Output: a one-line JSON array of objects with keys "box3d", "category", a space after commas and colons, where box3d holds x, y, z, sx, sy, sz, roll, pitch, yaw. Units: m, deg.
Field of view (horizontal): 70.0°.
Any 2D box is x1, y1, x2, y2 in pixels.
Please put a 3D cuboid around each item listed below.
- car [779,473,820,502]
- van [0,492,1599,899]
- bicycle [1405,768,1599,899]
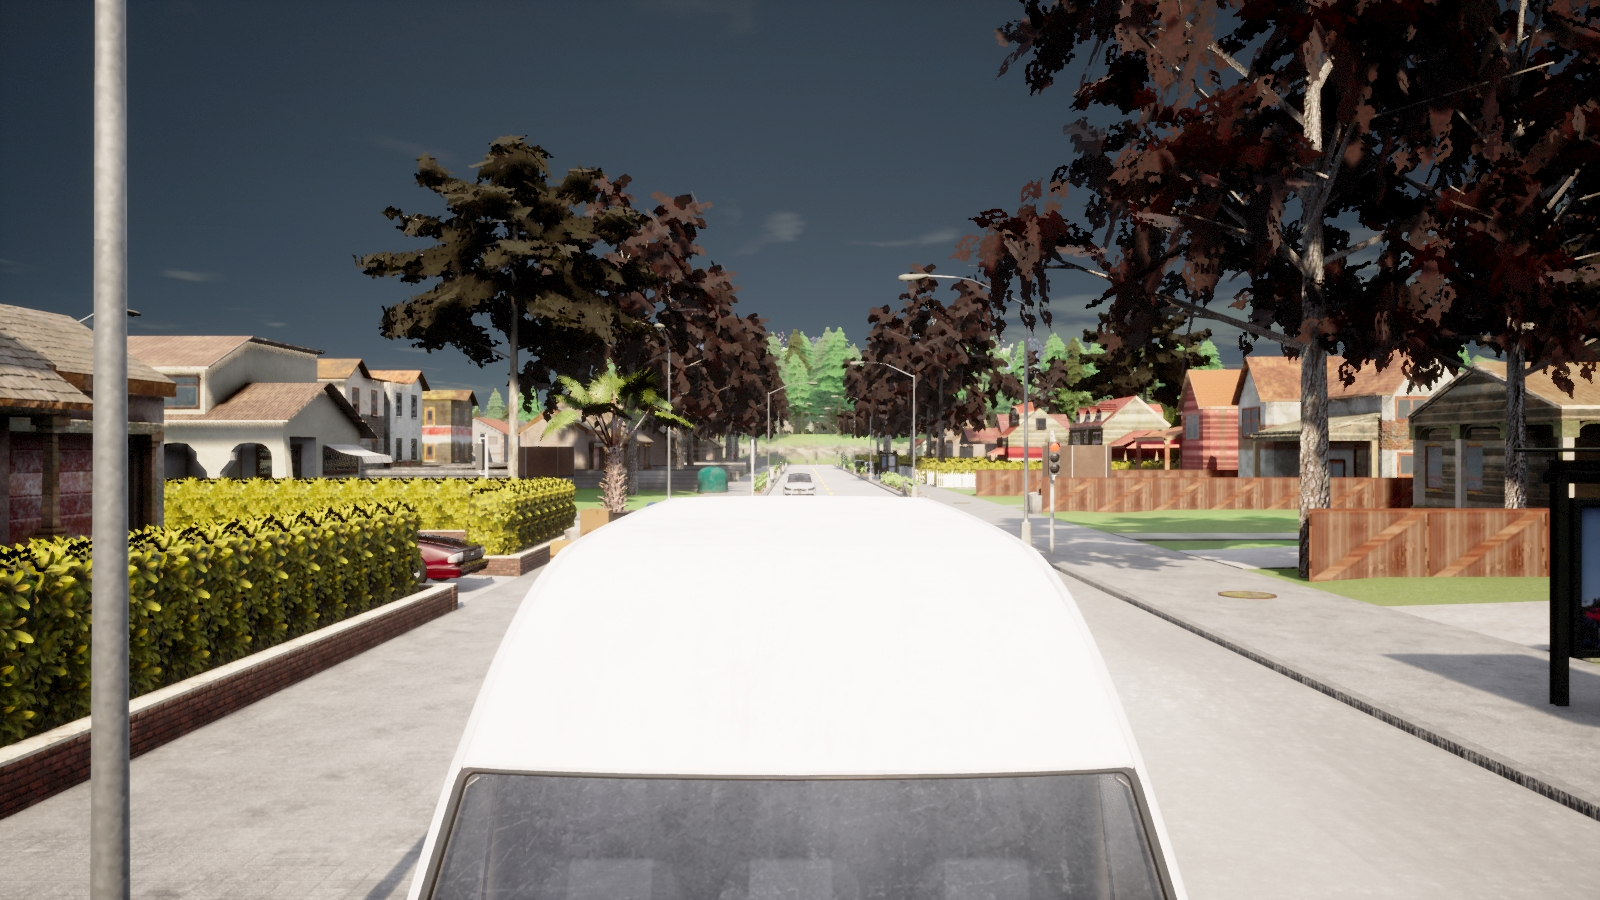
[{"box3d": [-0.024, 2.087, 64.511, 2.231, 1.480, 4.892, 0, 0, 0], "category": "car"}, {"box3d": [0.002, 1.537, 4.030, 1.988, 2.561, 5.915, 0, 0, 0], "category": "van"}, {"box3d": [2.687, 2.062, 3.843, 0.329, 1.471, 1.835, 0, 0, 0], "category": "bicycle"}]
